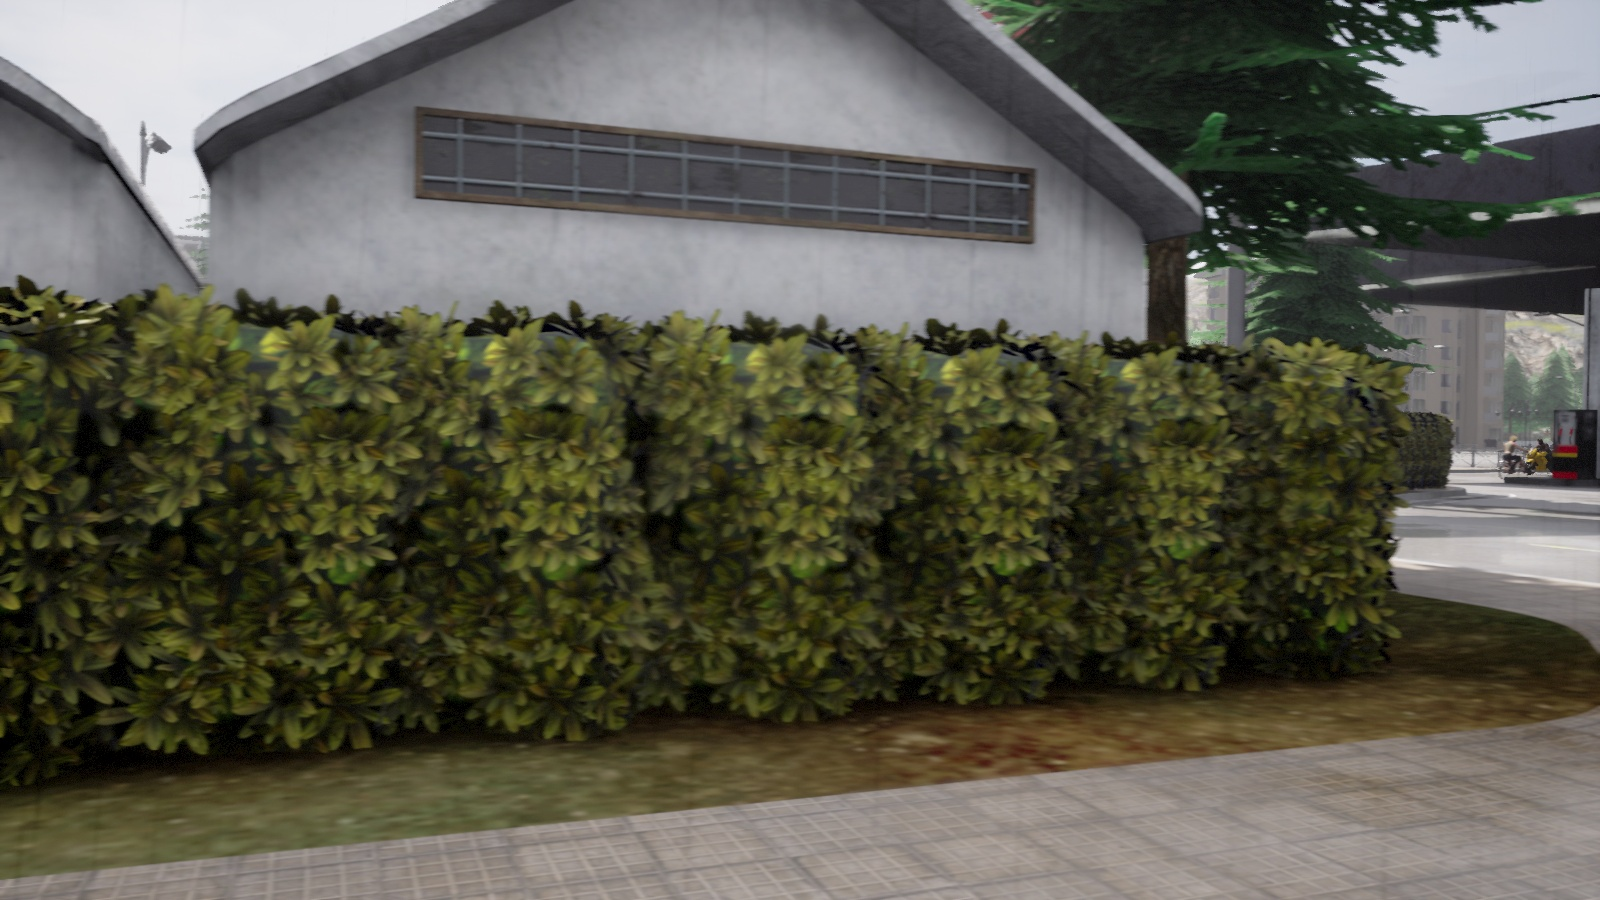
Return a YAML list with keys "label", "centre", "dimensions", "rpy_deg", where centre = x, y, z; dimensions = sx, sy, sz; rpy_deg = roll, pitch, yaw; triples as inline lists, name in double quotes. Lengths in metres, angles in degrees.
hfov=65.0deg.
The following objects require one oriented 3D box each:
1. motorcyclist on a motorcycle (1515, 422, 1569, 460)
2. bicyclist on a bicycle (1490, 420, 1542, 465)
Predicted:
- label: "motorcyclist on a motorcycle"
  centre: [30.267, -0.381, 51.195]
  dimensions: [2.044, 1.523, 0.797]
  rpy_deg: [-1, 1, -21]
- label: "bicyclist on a bicycle"
  centre: [26.145, -0.295, 45.853]
  dimensions: [1.509, 1.612, 0.866]
  rpy_deg: [-1, 1, -21]
